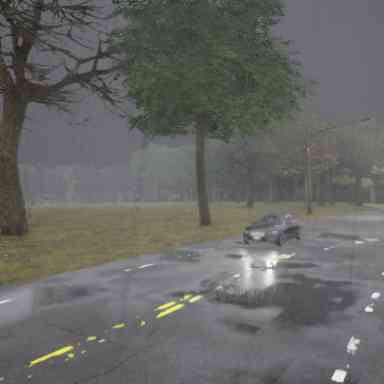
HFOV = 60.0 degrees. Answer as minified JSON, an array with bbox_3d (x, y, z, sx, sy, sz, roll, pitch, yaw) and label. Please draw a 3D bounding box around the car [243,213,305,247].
[{"bbox_3d":[4.289,1.827,16.996,2.128,1.511,4.902,-2,-2,35],"label":"car"}]
